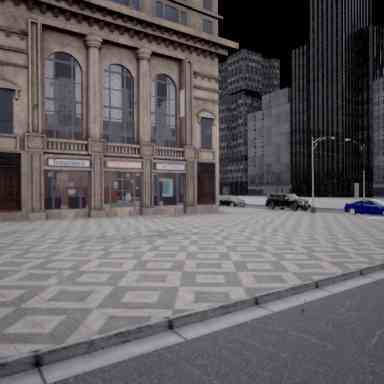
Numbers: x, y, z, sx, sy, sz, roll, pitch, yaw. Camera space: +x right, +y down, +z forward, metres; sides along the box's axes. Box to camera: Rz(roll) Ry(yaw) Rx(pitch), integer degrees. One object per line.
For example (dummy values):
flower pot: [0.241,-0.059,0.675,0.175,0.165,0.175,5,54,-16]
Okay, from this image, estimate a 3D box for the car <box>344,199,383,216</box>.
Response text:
car: [16.698,1.426,30.714,1.882,1.535,5.008,-1,1,-35]

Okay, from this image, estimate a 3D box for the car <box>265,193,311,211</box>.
car: [11.128,1.141,38.951,2.150,2.045,5.566,-1,0,-34]

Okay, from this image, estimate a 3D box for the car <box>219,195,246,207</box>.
car: [5.557,1.244,47.216,2.097,1.767,4.553,-1,0,-34]

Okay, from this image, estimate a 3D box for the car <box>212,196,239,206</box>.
car: [5.315,1.374,53.256,1.812,1.442,4.674,-1,1,-34]
